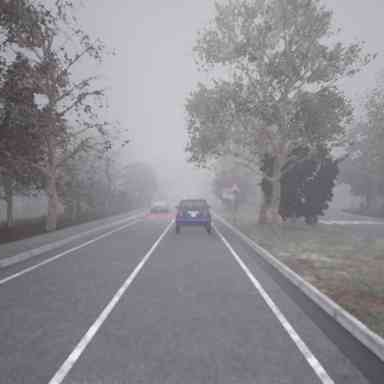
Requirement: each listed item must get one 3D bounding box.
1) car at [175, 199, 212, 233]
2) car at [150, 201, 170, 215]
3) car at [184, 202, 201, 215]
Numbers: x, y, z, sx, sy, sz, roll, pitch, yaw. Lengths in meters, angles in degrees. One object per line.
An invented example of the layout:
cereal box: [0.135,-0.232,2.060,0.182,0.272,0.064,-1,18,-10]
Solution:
car: [0.079,1.440,21.531,2.150,2.045,5.566,0,-1,0]
car: [-3.362,1.744,35.952,1.812,1.442,4.674,1,-6,0]
car: [0.077,1.989,42.071,2.033,1.411,5.357,0,0,0]
